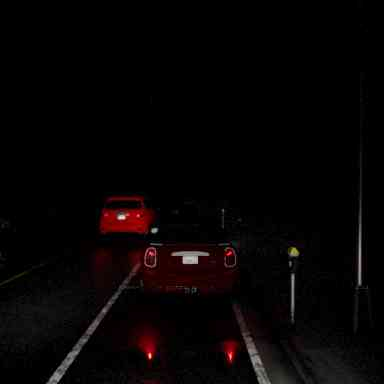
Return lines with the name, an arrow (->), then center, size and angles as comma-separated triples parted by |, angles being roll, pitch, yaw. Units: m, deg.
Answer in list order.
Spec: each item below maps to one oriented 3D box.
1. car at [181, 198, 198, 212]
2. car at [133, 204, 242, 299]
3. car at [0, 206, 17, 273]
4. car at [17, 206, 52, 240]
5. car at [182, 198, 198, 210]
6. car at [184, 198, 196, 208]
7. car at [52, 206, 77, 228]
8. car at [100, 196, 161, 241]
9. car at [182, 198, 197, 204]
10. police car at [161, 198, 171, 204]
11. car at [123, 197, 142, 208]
car -> -0.279, 1.507, 38.694 | 1.752, 1.417, 4.829 | -1, 0, 0
car -> -0.033, 1.350, 8.622 | 2.097, 1.767, 4.553 | 0, 0, 0
car -> -6.245, 1.350, 7.482 | 2.097, 1.767, 4.553 | 0, 0, 0
car -> -8.823, 1.435, 16.181 | 1.967, 1.590, 4.097 | -1, 0, 0
car -> -0.277, 1.543, 44.111 | 1.947, 1.339, 4.313 | -1, 0, 0
car -> -0.276, 1.554, 49.696 | 1.802, 1.307, 4.206 | -1, 0, 0
car -> -8.821, 1.575, 21.767 | 1.802, 1.307, 4.206 | -1, 0, 0
car -> -3.036, 1.214, 16.938 | 2.150, 2.045, 5.566 | 0, 0, 0
car -> -0.280, 1.537, 32.939 | 2.008, 1.369, 4.403 | -1, 0, 0
police car -> -3.147, 1.411, 33.384 | 1.930, 1.638, 5.238 | 0, 0, 0
car -> -8.821, 1.516, 49.695 | 1.887, 1.381, 4.507 | -1, 0, 0
